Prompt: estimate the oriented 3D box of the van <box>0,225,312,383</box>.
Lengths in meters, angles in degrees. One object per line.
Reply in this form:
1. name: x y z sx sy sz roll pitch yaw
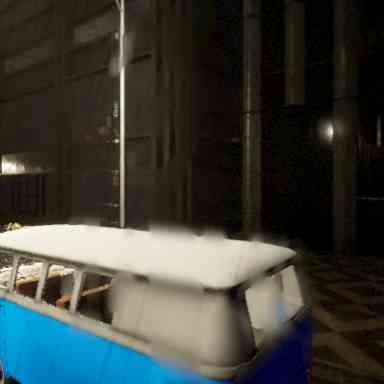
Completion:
1. van: -0.811 1.324 3.523 3.998 1.788 1.690 0 1 35
